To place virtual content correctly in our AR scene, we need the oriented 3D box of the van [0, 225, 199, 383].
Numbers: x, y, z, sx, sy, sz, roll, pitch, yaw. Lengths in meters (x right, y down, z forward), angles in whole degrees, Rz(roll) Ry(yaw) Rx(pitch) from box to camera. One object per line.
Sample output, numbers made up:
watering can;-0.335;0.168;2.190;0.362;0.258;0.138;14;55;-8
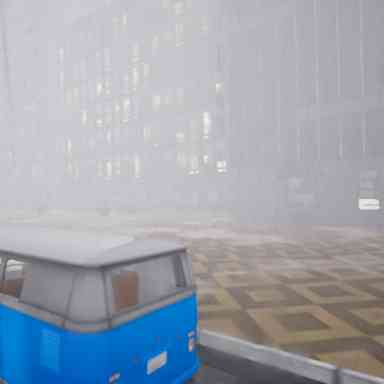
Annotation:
van;-1.831;1.378;4.202;3.998;1.788;1.690;-1;-1;36
